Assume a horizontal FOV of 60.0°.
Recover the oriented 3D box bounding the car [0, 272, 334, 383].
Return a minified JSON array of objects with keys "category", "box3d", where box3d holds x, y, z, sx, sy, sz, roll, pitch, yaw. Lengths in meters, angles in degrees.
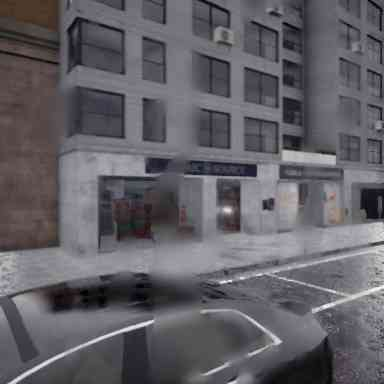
[{"category":"car","box3d":[-0.933,1.506,2.405,4.892,1.490,1.837,0,0,-35]}]
